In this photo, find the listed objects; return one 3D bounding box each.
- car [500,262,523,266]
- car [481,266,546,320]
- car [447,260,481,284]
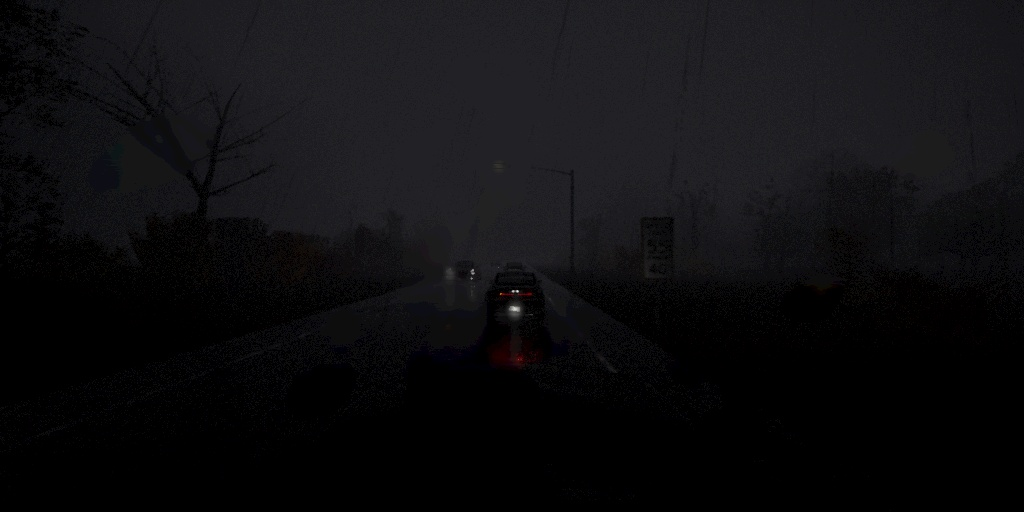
[{"bbox_3d":[0.195,1.268,30.698,1.837,1.490,4.892,0,0,0],"label":"car"},{"bbox_3d":[0.117,1.260,12.562,1.837,1.490,4.892,0,0,0],"label":"car"},{"bbox_3d":[-3.521,1.114,27.199,2.097,1.767,4.553,0,0,0],"label":"car"}]
